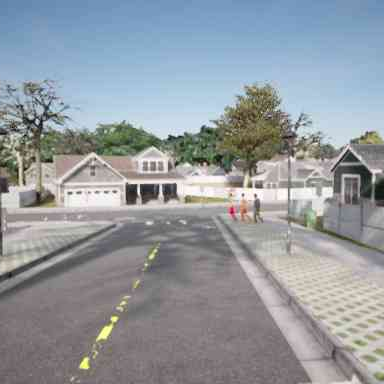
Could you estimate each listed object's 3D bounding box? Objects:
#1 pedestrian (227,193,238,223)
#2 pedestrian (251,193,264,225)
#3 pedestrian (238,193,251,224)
[{"bbox_3d":[2.406,0.916,20.032,0.375,1.860,0.375,-3,4,1],"label":"pedestrian"},{"bbox_3d":[3.673,0.930,18.825,0.375,1.860,0.375,-3,4,1],"label":"pedestrian"},{"bbox_3d":[3.059,0.923,19.435,0.375,1.860,0.375,-3,4,1],"label":"pedestrian"}]
